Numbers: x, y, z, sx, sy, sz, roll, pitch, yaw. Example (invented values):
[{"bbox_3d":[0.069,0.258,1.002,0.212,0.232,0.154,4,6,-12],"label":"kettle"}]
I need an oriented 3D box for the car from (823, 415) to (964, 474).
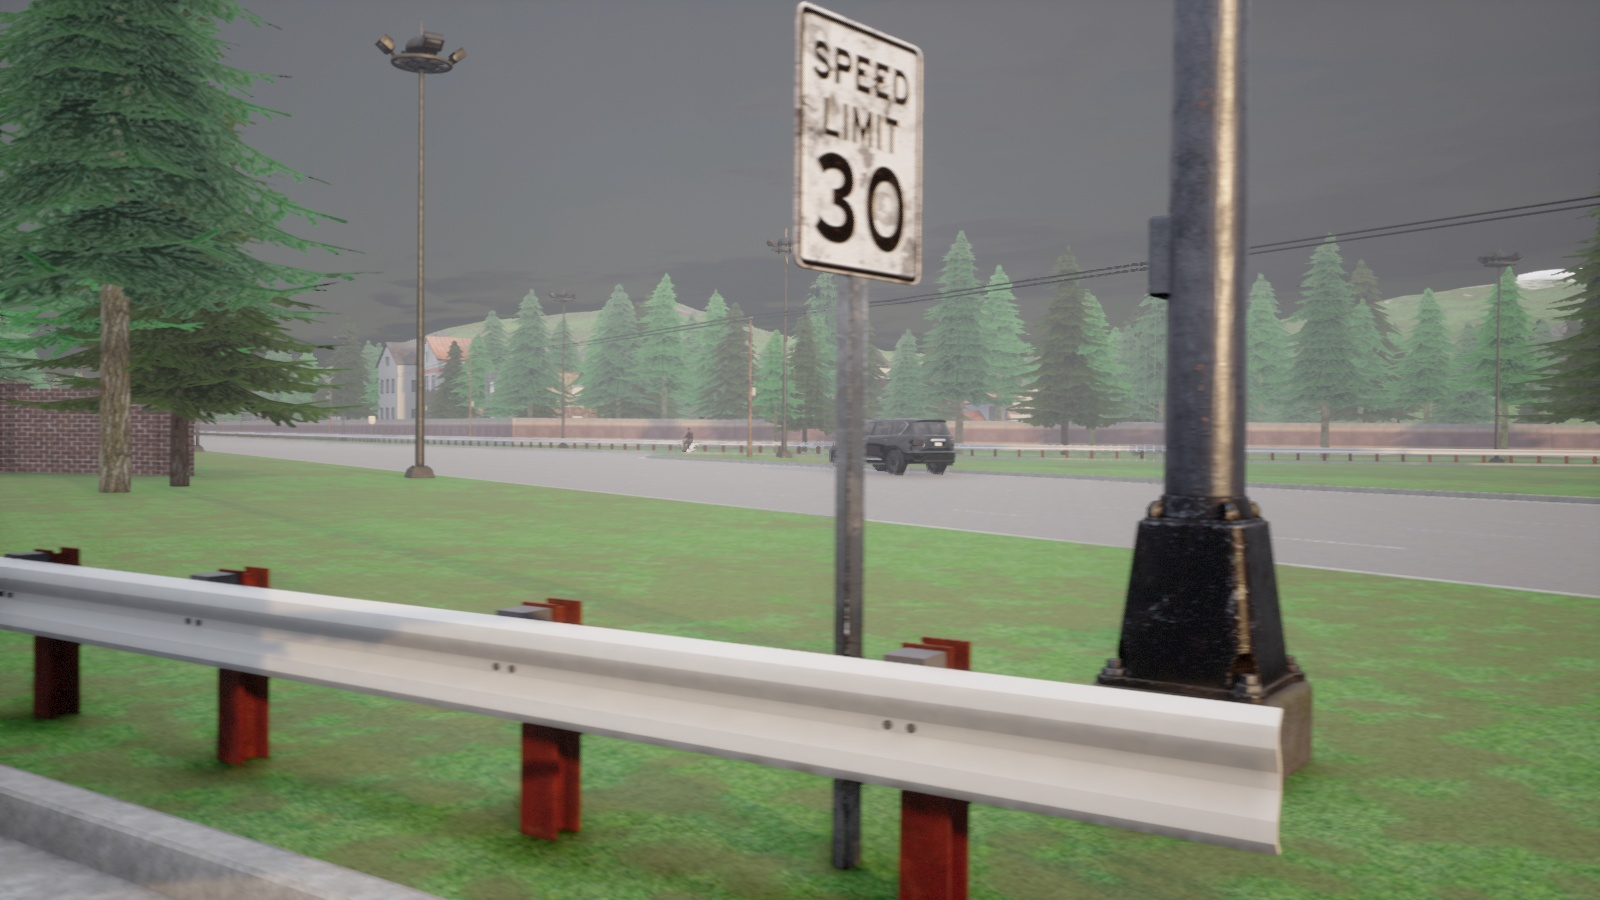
[{"bbox_3d":[3.332,-0.214,46.082,2.150,2.045,5.566,-1,1,-34],"label":"car"}]
